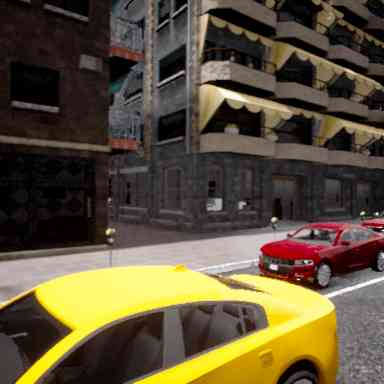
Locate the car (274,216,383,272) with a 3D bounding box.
[{"bbox_3d":[3.787,1.551,9.259,4.507,1.381,1.887,0,1,-36],"label":"car"}]

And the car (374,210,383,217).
[{"bbox_3d":[8.317,1.321,12.496,5.009,1.841,2.192,0,1,-36],"label":"car"}]

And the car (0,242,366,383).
[{"bbox_3d":[-0.787,1.481,2.813,5.008,1.535,1.882,0,0,-35],"label":"car"}]
